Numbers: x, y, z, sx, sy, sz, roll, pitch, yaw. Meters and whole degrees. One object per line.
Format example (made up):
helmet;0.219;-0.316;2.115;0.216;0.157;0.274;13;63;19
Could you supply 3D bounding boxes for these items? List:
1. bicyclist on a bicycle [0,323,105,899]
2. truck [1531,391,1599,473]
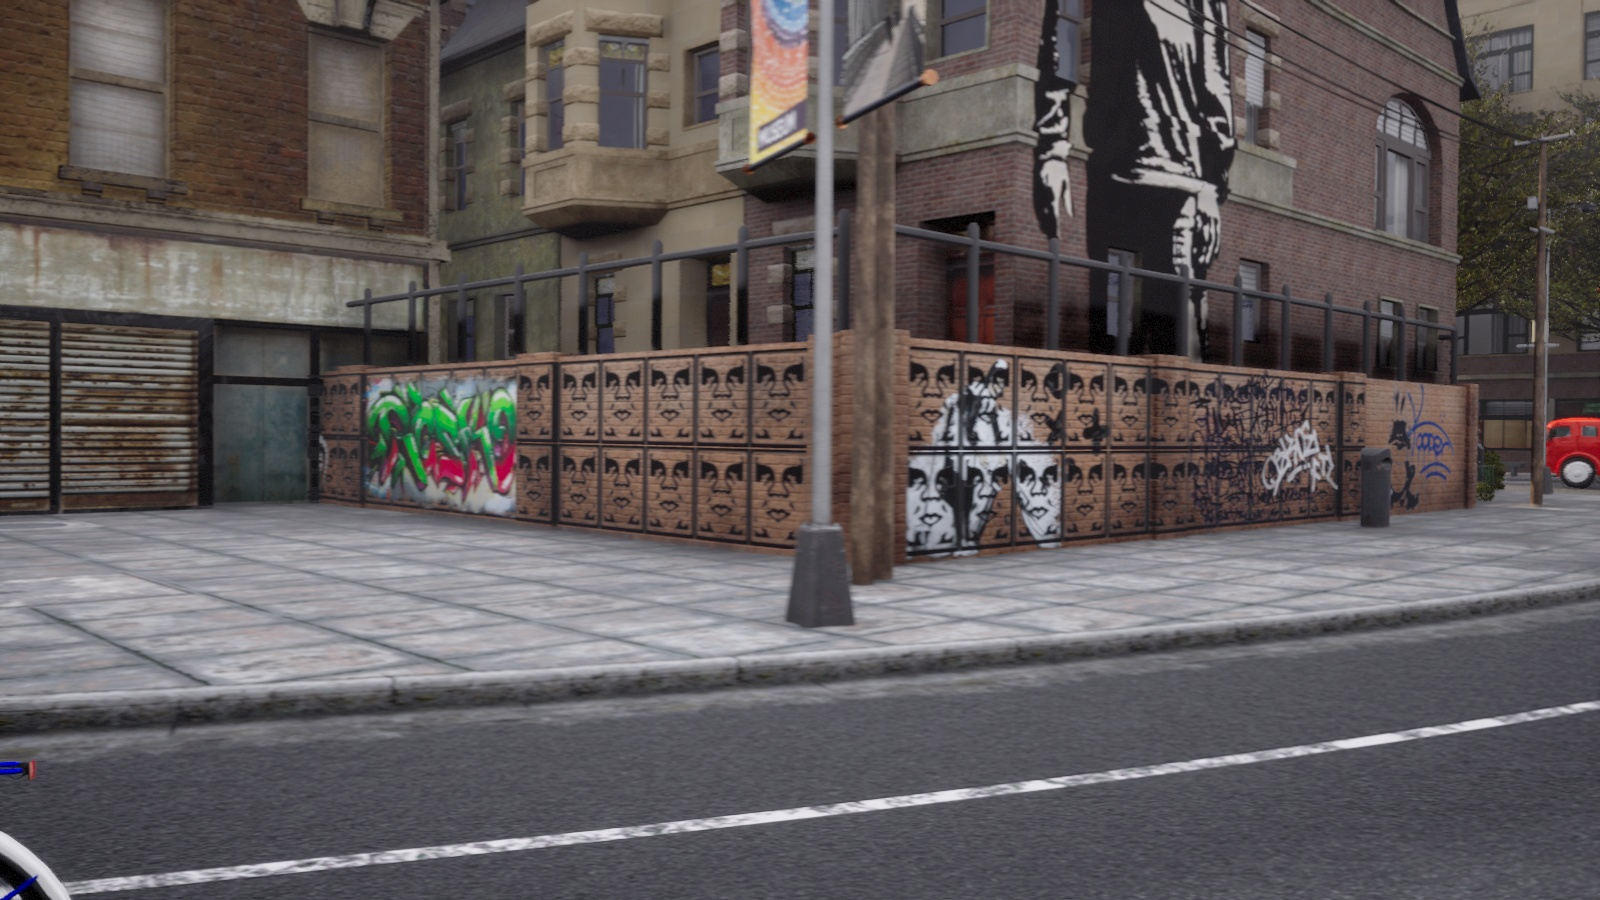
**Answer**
bicyclist on a bicycle;-2.436;0.659;2.396;1.843;1.776;0.659;-1;1;-18
truck;25.512;-0.571;38.617;5.204;2.467;2.627;0;1;31
